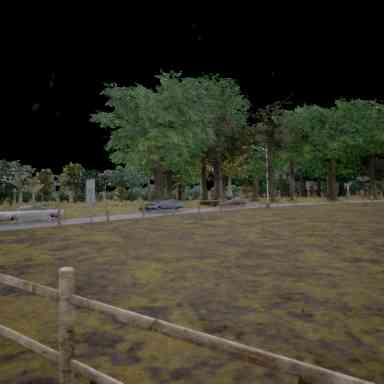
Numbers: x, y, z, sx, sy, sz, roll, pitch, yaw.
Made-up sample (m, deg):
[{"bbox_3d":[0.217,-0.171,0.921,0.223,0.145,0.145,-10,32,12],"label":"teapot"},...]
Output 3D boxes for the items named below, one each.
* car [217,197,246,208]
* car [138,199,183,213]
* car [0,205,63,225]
[{"bbox_3d":[5.453,1.353,45.062,4.674,1.442,1.812,-1,-1,-42],"label":"car"},{"bbox_3d":[-3.288,1.473,35.909,2.033,1.411,5.357,-2,-1,40],"label":"car"},{"bbox_3d":[-12.041,1.605,24.339,1.895,1.301,4.718,-2,-1,36],"label":"car"}]
